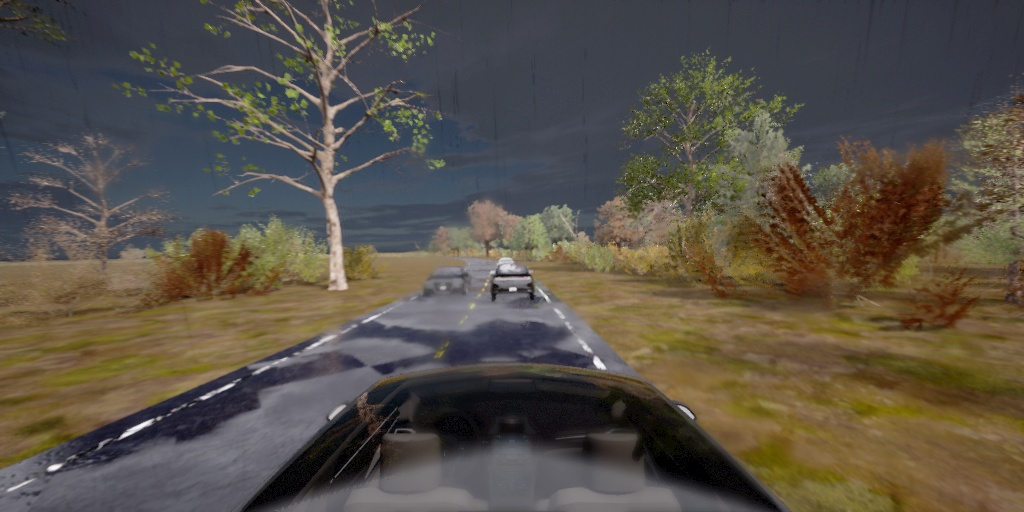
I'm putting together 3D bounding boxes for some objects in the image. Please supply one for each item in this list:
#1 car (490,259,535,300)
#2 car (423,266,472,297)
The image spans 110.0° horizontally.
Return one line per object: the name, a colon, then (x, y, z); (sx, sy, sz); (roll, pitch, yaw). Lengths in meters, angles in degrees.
car: (0.005, 1.074, 16.552); (2.128, 1.511, 4.902); (-1, 1, -1)
car: (-3.104, 1.197, 17.920); (1.994, 1.385, 4.181); (-1, 1, -1)
